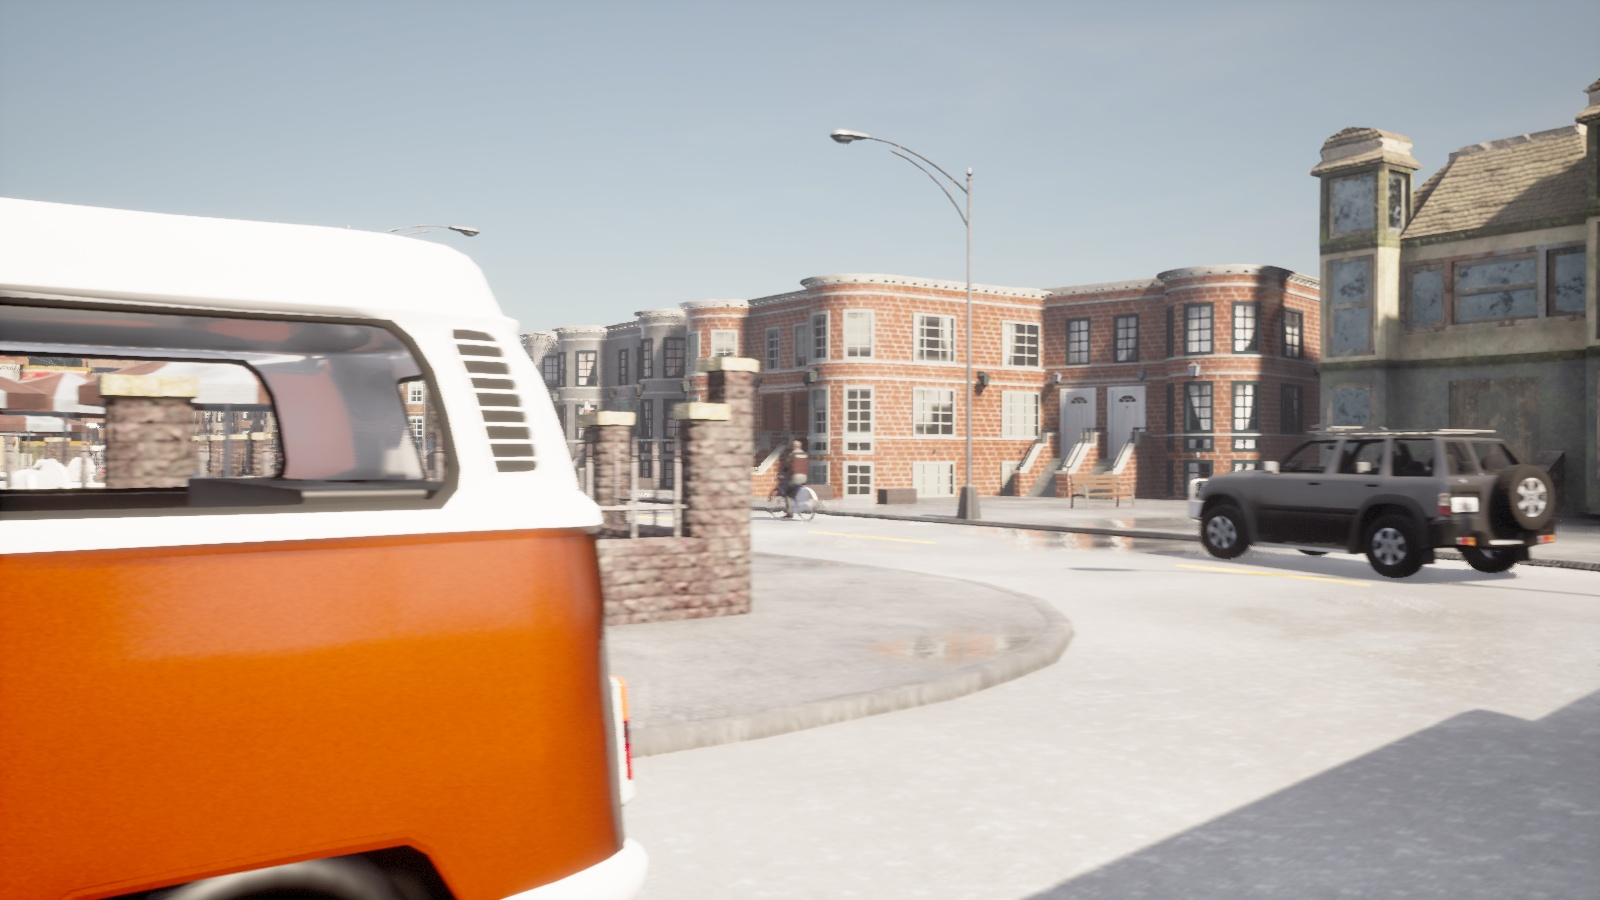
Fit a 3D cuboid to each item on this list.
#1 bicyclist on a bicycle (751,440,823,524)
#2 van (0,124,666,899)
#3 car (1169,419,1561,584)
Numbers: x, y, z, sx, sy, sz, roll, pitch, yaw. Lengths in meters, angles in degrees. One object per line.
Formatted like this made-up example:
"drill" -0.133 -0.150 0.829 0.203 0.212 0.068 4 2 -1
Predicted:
"bicyclist on a bicycle" -0.299 0.684 27.596 0.659 1.776 1.843 0 0 -35
"van" -2.728 0.480 2.366 4.480 2.038 2.069 0 0 -35
"car" 7.177 0.588 16.545 1.932 1.855 4.605 0 0 -24
